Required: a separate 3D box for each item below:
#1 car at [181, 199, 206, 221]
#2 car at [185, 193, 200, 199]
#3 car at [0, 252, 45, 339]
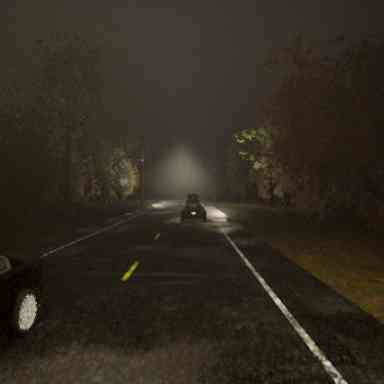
[{"bbox_3d":[0.122,1.544,26.750,1.994,1.385,4.181,0,0,0],"label":"car"},{"bbox_3d":[0.142,1.181,52.731,2.150,2.045,5.566,0,0,0],"label":"car"},{"bbox_3d":[-3.552,1.475,3.859,1.882,1.535,5.008,0,0,0],"label":"car"}]
